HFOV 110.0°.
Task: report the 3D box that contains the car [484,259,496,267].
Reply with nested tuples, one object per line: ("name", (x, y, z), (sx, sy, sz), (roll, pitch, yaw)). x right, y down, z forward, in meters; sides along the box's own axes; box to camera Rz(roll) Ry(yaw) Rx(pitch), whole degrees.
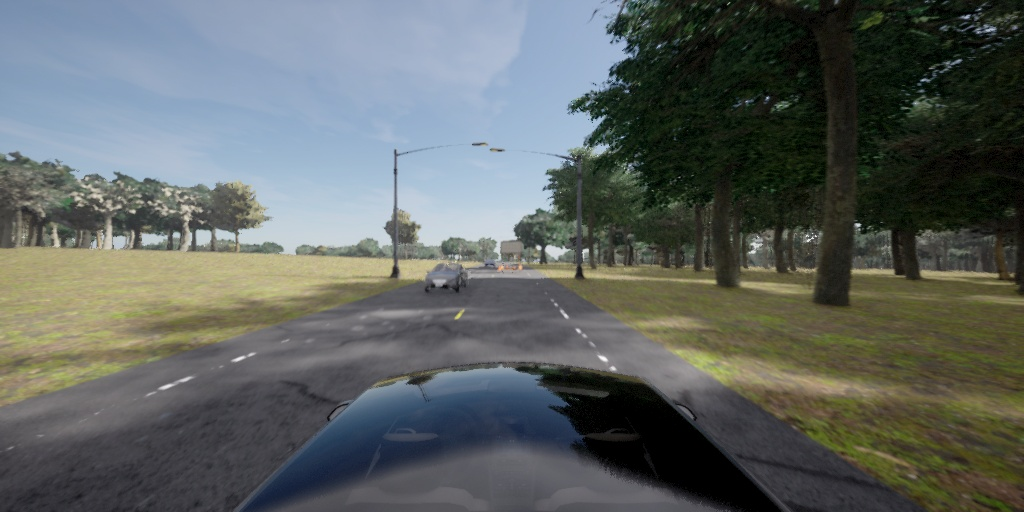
("car", (-3.821, 1.201, 62.765), (2.033, 1.411, 5.357), (0, 0, 0))

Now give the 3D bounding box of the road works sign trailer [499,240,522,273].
("road works sign trailer", (-0.081, 0.072, 39.710), (2.380, 3.560, 2.880), (0, 0, -1))

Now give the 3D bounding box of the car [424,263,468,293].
("car", (-3.597, 1.158, 20.158), (2.128, 1.511, 4.902), (0, 0, 0))
